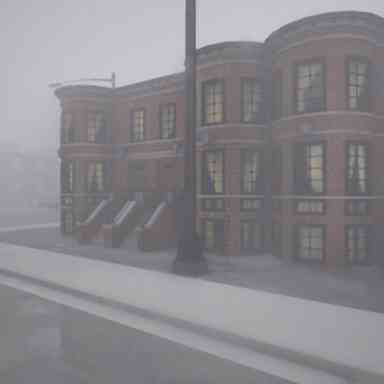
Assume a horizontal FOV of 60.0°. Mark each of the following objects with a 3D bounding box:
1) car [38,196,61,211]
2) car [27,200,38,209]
[{"bbox_3d":[-15.313,1.506,39.718,1.895,1.301,4.718,0,0,35],"label":"car"},{"bbox_3d":[-18.163,1.249,41.743,2.097,1.767,4.553,0,0,35],"label":"car"}]
